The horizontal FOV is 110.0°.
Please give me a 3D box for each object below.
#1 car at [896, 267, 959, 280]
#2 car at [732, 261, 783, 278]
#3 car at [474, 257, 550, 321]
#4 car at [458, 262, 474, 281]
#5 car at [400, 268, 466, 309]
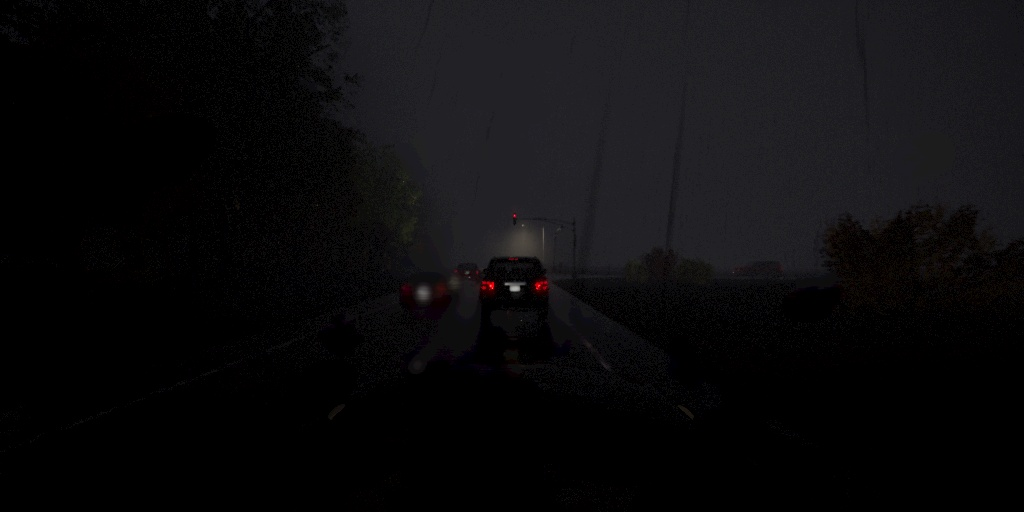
[{"bbox_3d":[48.527,2.111,41.846,5.357,1.411,2.033,1,-1,0],"label":"car"},{"bbox_3d":[31.168,1.681,45.524,5.566,2.045,2.150,1,-1,0],"label":"car"},{"bbox_3d":[0.102,1.053,12.926,2.150,2.045,5.566,0,-1,0],"label":"car"},{"bbox_3d":[-3.393,1.305,29.318,2.097,1.767,4.553,0,0,0],"label":"car"},{"bbox_3d":[-3.397,1.418,15.753,1.994,1.385,4.181,0,0,0],"label":"car"}]
